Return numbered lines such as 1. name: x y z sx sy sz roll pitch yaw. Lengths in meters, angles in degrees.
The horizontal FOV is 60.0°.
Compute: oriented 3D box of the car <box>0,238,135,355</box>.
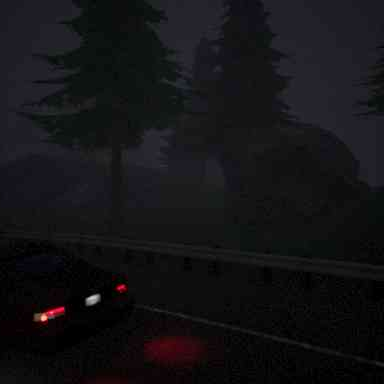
1. car: -3.544 1.567 5.916 5.357 1.411 2.033 0 0 30
